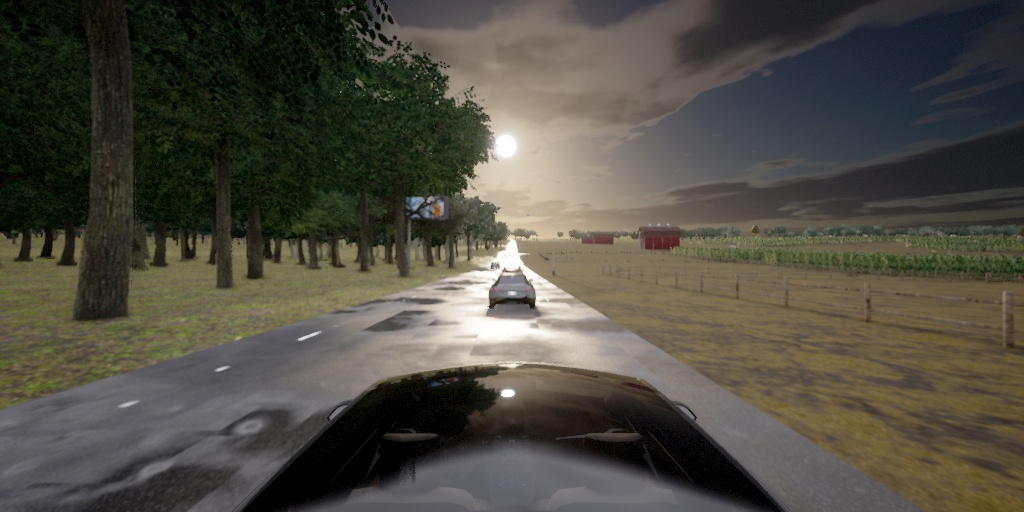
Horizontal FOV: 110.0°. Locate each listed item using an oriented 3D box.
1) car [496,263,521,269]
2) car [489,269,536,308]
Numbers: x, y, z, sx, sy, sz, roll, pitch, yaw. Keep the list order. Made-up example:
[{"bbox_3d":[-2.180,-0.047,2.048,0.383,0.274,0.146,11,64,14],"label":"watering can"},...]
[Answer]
[{"bbox_3d":[0.029,1.539,31.165,2.128,1.511,4.902,0,0,0],"label":"car"},{"bbox_3d":[0.017,1.458,16.112,1.994,1.385,4.181,0,-1,0],"label":"car"}]
